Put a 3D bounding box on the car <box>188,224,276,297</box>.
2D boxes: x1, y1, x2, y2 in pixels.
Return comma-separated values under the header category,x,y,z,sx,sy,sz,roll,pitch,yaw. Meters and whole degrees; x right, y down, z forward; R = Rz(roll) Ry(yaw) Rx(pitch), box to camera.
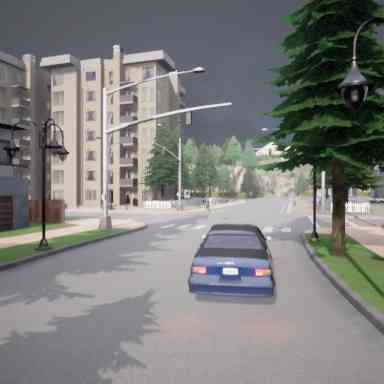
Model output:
category,x,y,z,sx,sy,sz,roll,pitch,yaw
car,1.127,1.545,8.766,2.033,1.411,5.357,0,0,9
